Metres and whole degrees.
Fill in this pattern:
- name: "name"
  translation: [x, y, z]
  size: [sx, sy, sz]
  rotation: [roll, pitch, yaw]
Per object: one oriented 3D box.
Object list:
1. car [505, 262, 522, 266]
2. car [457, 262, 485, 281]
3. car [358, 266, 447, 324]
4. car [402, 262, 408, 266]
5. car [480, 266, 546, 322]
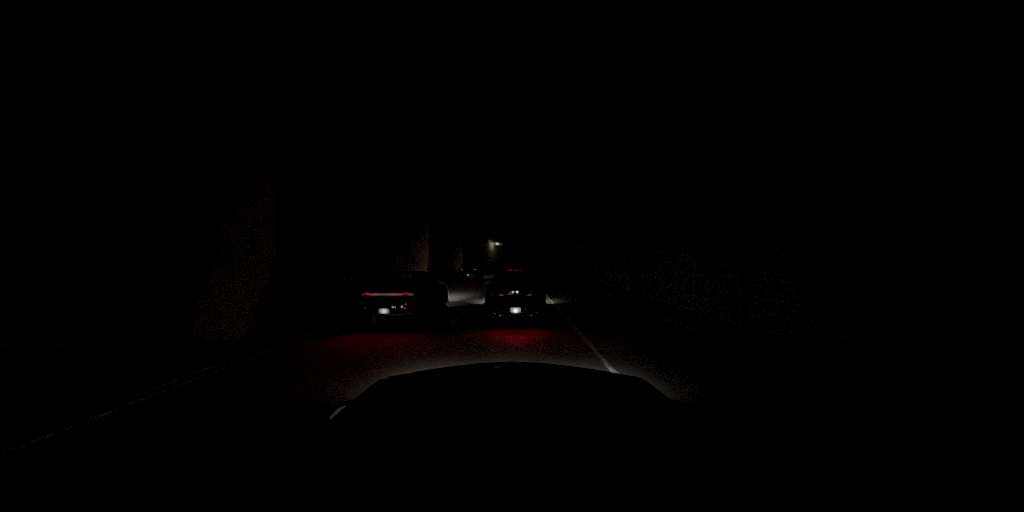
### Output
- name: "car"
  translation: [0.101, 1.280, 30.265]
  size: [1.837, 1.490, 4.892]
  rotation: [0, 0, 0]
- name: "car"
  translation: [-3.399, 1.266, 30.179]
  size: [2.128, 1.511, 4.902]
  rotation: [0, 0, 0]
- name: "car"
  translation: [-3.400, 1.250, 11.943]
  size: [2.128, 1.511, 4.902]
  rotation: [0, 0, 0]
- name: "car"
  translation: [-14.213, 1.389, 46.492]
  size: [1.895, 1.301, 4.718]
  rotation: [0, 0, -2]
- name: "car"
  translation: [0.100, 1.264, 12.408]
  size: [1.837, 1.490, 4.892]
  rotation: [0, 0, 0]
